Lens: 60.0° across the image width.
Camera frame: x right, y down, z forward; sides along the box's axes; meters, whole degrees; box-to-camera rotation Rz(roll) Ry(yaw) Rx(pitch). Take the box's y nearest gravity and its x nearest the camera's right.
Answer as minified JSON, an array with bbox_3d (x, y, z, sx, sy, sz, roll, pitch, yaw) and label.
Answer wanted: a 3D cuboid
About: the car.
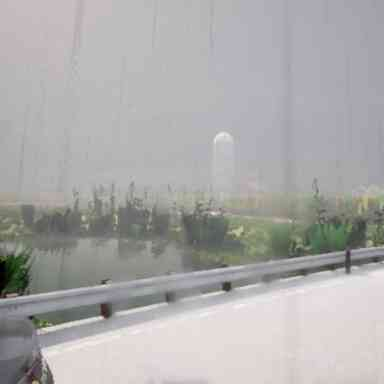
[{"bbox_3d":[-3.223,1.522,1.703,4.674,1.442,1.812,0,0,-35],"label":"car"}]
